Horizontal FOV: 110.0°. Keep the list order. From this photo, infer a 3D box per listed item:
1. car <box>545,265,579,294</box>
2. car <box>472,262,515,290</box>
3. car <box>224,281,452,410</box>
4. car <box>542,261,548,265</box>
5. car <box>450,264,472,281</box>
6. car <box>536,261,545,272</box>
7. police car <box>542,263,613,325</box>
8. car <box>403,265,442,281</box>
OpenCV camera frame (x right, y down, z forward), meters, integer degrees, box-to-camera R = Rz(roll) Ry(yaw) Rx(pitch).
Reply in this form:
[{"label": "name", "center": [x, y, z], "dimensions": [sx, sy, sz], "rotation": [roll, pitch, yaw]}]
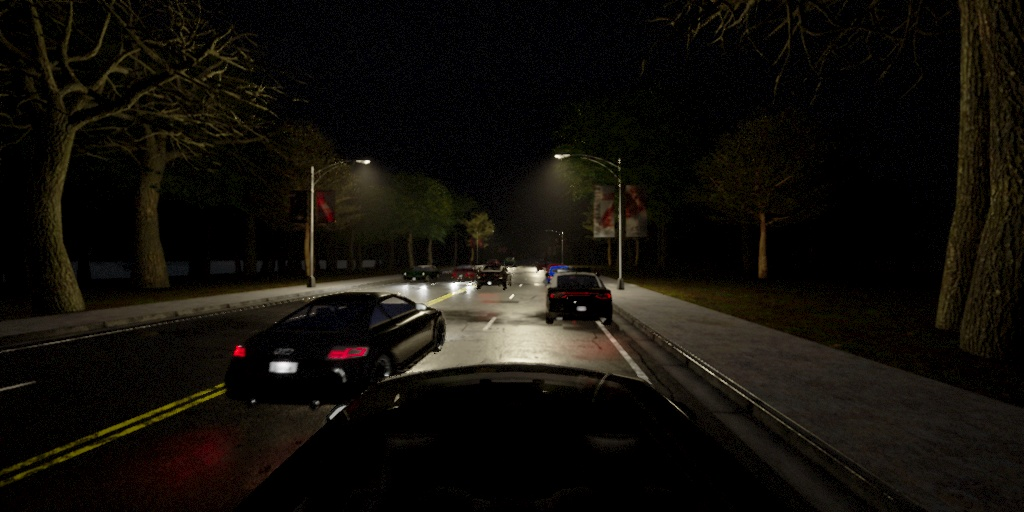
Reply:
[{"label": "car", "center": [2.952, 1.334, 21.956], "dimensions": [1.812, 1.442, 4.674], "rotation": [0, 0, 5]}, {"label": "car", "center": [-1.077, 1.321, 23.260], "dimensions": [1.837, 1.490, 4.892], "rotation": [0, 0, 5]}, {"label": "car", "center": [-2.586, 1.326, 6.337], "dimensions": [1.994, 1.385, 4.181], "rotation": [0, 0, 5]}, {"label": "car", "center": [3.472, 1.358, 27.940], "dimensions": [1.812, 1.442, 4.674], "rotation": [0, 0, 5]}, {"label": "car", "center": [-3.911, 1.412, 30.517], "dimensions": [1.994, 1.385, 4.181], "rotation": [0, 0, 5]}, {"label": "car", "center": [4.321, 1.458, 49.249], "dimensions": [1.812, 1.442, 4.674], "rotation": [0, 0, 5]}, {"label": "police car", "center": [2.077, 1.200, 12.092], "dimensions": [1.930, 1.638, 5.238], "rotation": [0, 0, 5]}, {"label": "car", "center": [-7.263, 1.447, 29.446], "dimensions": [1.895, 1.301, 4.718], "rotation": [0, 0, 5]}]
